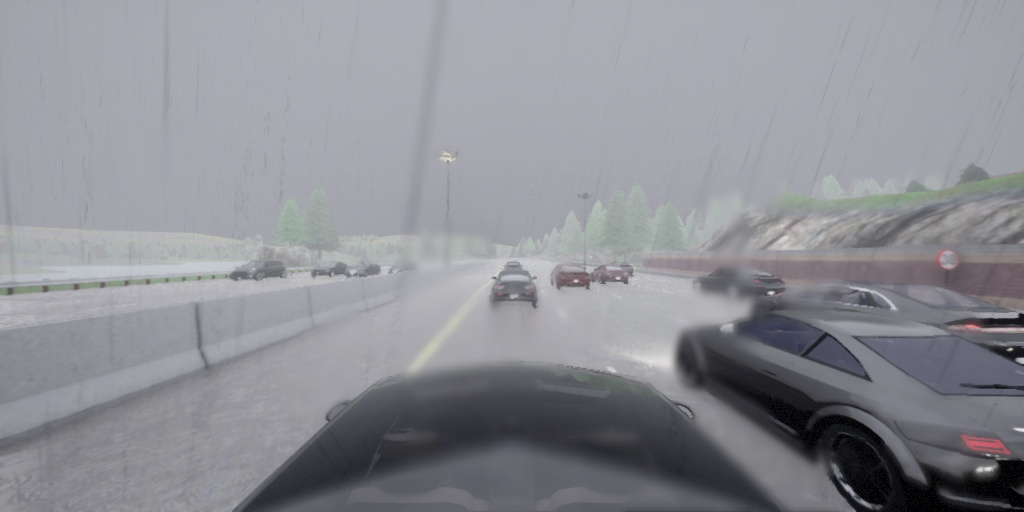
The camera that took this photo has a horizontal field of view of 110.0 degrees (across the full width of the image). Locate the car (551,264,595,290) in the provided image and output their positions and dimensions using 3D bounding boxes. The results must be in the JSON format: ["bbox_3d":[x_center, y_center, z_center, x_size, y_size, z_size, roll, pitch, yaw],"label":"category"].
[{"bbox_3d":[3.620,1.256,22.753,1.882,1.535,5.008,0,0,0],"label":"car"}]

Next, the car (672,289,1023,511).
[{"bbox_3d":[3.617,1.319,4.183,1.994,1.385,4.181,0,0,0],"label":"car"}]

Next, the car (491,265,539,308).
[{"bbox_3d":[0.113,1.293,15.303,1.812,1.442,4.674,0,0,0],"label":"car"}]

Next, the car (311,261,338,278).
[{"bbox_3d":[-17.469,1.269,34.777,1.882,1.535,5.008,0,0,0],"label":"car"}]

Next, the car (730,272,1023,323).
[{"bbox_3d":[7.111,1.253,7.377,2.128,1.511,4.902,0,0,0],"label":"car"}]

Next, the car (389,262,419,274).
[{"bbox_3d":[-10.467,1.298,34.954,2.128,1.511,4.902,0,0,0],"label":"car"}]

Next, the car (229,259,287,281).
[{"bbox_3d":[-21.020,1.130,29.894,2.097,1.767,4.553,0,0,1],"label":"car"}]

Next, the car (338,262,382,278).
[{"bbox_3d":[-13.978,1.279,33.926,2.128,1.511,4.902,0,0,0],"label":"car"}]

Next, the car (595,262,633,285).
[{"bbox_3d":[7.118,1.310,26.311,1.812,1.442,4.674,0,0,0],"label":"car"}]

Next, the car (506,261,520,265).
[{"bbox_3d":[0.135,1.303,37.388,1.837,1.490,4.892,0,0,0],"label":"car"}]

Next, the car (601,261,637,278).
[{"bbox_3d":[10.635,1.290,35.925,2.128,1.511,4.902,0,0,0],"label":"car"}]

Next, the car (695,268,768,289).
[{"bbox_3d":[10.615,1.279,17.080,1.837,1.490,4.892,0,0,0],"label":"car"}]
